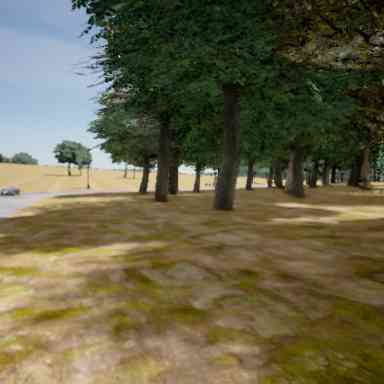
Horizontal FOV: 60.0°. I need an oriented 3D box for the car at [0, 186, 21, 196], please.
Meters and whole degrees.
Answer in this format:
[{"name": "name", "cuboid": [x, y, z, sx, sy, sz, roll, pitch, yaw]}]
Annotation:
[{"name": "car", "cuboid": [-29.063, -0.202, 53.441, 2.128, 1.511, 4.902, 3, 2, -11]}]
